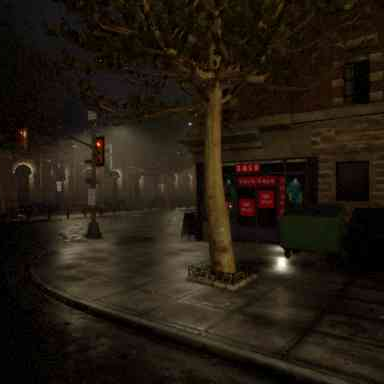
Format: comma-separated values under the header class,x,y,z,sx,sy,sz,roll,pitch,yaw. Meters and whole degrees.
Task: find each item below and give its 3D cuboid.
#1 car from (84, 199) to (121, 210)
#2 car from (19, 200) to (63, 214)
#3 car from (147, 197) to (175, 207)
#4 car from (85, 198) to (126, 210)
class,x,y,z,sx,sy,sz,roll,pitch,yaw
car,-12.108,1.595,45.105,1.895,1.301,4.718,0,0,36
car,-15.696,1.564,34.808,1.994,1.385,4.181,0,0,36
car,-4.601,1.478,50.062,1.882,1.535,5.008,0,0,36
car,-10.491,1.492,41.972,2.128,1.511,4.902,0,0,36
